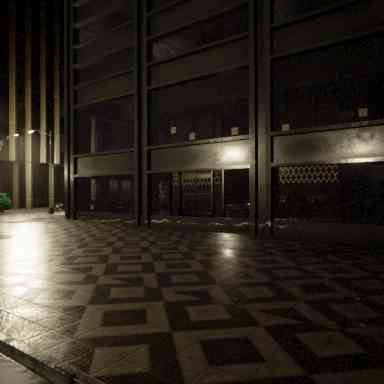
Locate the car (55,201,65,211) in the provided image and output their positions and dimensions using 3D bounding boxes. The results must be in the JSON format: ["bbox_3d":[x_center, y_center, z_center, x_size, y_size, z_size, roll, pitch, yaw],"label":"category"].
[{"bbox_3d":[-13.364,1.326,38.591,1.882,1.535,5.008,0,0,35],"label":"car"}]

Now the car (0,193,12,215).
[{"bbox_3d":[-19.387,1.113,30.062,2.150,2.045,5.566,0,0,37],"label":"car"}]
